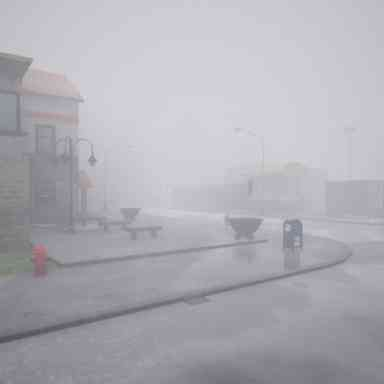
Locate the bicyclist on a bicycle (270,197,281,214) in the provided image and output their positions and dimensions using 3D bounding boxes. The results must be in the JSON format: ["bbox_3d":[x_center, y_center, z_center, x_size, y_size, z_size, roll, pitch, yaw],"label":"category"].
[{"bbox_3d":[8.066,1.342,32.012,1.656,1.620,0.582,0,0,-35],"label":"bicyclist on a bicycle"}]
